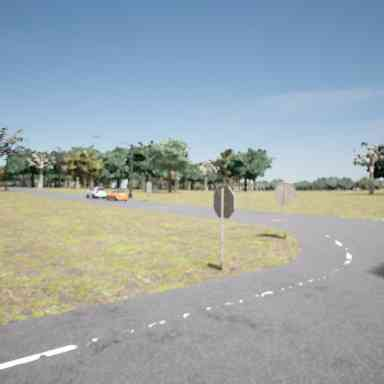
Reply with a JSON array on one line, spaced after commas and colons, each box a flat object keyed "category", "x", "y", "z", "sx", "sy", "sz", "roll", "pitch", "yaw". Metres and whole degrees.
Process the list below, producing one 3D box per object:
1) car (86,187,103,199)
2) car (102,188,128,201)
[{"category": "car", "x": -17.183, "y": 0.173, "z": 59.841, "sx": 2.150, "sy": 2.045, "sz": 5.566, "roll": 1, "pitch": 1, "yaw": -36}, {"category": "car", "x": -11.829, "y": 0.484, "z": 52.330, "sx": 2.097, "sy": 1.767, "sz": 4.553, "roll": 1, "pitch": 0, "yaw": -36}]
